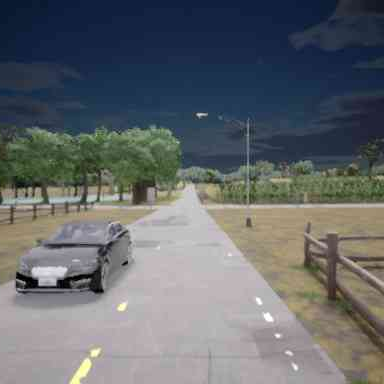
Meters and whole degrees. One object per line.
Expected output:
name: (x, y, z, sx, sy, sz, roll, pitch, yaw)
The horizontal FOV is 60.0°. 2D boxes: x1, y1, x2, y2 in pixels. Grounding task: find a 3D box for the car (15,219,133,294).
car: (-2.849, 1.524, 9.016, 2.128, 1.511, 4.902, 0, 0, 0)
